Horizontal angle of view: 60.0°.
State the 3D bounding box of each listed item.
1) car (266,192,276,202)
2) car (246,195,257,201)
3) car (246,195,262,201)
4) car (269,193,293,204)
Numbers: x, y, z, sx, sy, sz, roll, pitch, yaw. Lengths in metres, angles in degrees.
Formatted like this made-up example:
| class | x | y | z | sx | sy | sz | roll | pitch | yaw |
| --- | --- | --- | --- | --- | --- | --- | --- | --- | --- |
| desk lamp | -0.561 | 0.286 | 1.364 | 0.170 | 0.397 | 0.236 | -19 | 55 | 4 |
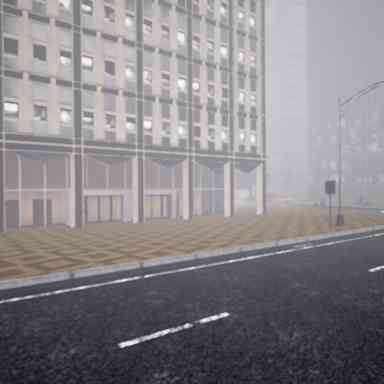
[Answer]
| class | x | y | z | sx | sy | sz | roll | pitch | yaw |
| --- | --- | --- | --- | --- | --- | --- | --- | --- | --- |
| car | 16.597 | 1.101 | 71.205 | 2.150 | 2.045 | 5.566 | -1 | 0 | -8 |
| car | 13.393 | 1.399 | 72.419 | 2.033 | 1.411 | 5.357 | -1 | 0 | -8 |
| car | 15.110 | 1.359 | 81.483 | 2.033 | 1.411 | 5.357 | -1 | 0 | -8 |
| car | 15.545 | 1.334 | 57.183 | 1.882 | 1.535 | 5.008 | -1 | 0 | -8 |
